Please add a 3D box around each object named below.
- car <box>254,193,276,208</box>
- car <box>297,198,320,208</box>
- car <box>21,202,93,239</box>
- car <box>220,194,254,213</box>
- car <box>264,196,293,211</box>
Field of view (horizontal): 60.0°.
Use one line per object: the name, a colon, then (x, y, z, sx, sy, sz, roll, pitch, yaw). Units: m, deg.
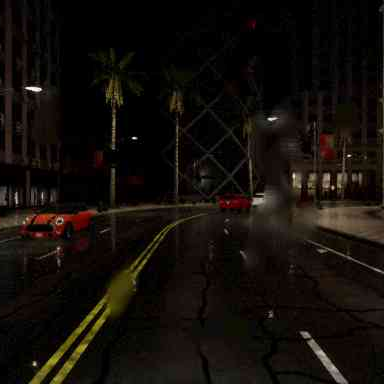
car: (10.486, 1.221, 45.966, 2.150, 2.045, 5.566, 0, 0, 42)
car: (16.555, 1.564, 46.944, 4.181, 1.385, 1.994, 0, 0, -43)
car: (-6.766, 1.354, 17.149, 2.097, 1.767, 4.553, 0, 0, 3)
car: (4.866, 1.221, 36.984, 2.150, 2.045, 5.566, 0, 0, 25)
car: (10.683, 1.526, 40.079, 1.812, 1.442, 4.674, 0, 0, 32)
